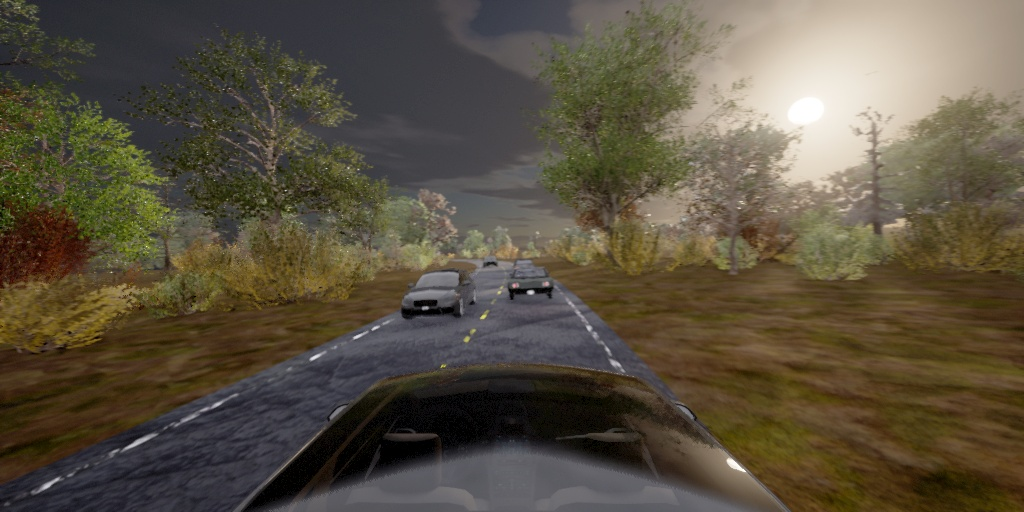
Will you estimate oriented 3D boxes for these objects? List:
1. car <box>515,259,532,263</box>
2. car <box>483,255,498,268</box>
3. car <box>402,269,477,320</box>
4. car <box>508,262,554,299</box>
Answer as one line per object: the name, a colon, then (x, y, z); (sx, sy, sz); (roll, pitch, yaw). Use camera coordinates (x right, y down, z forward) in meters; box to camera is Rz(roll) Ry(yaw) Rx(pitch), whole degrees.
car: (1.005, 0.935, 30.772); (2.033, 1.411, 5.357); (-3, 1, -1)
car: (-3.137, 0.705, 51.779); (2.097, 1.767, 4.553); (-3, 1, -5)
car: (-2.447, 1.247, 12.942); (1.837, 1.490, 4.892); (-3, 1, 3)
car: (0.838, 1.150, 16.619); (1.895, 1.301, 4.718); (-3, 1, 2)
